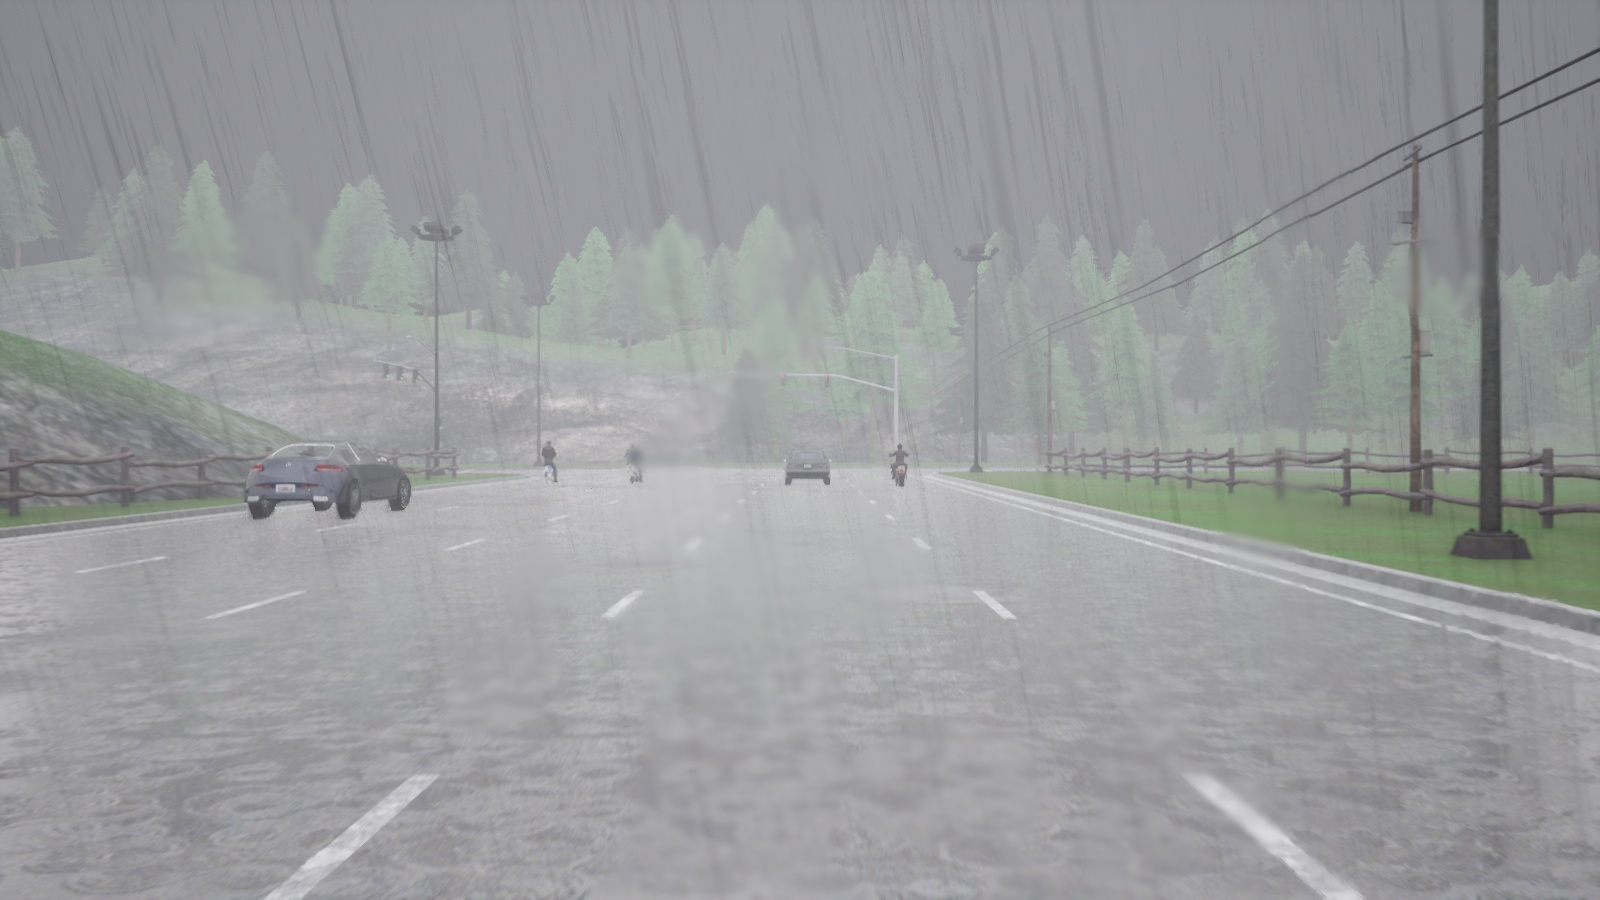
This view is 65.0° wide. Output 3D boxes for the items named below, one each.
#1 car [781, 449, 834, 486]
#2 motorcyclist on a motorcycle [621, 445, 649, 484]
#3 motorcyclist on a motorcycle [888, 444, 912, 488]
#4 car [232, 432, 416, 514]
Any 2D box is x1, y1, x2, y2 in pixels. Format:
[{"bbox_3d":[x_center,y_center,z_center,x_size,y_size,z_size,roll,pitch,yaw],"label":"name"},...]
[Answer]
[{"bbox_3d":[0.305,0.675,50.525,2.033,1.411,5.357,0,0,0],"label":"car"},{"bbox_3d":[-6.693,0.575,50.964,0.866,1.590,1.817,0,0,0],"label":"motorcyclist on a motorcycle"},{"bbox_3d":[3.790,0.588,47.793,0.766,1.649,2.350,0,0,0],"label":"motorcyclist on a motorcycle"},{"bbox_3d":[-10.326,0.452,27.732,2.152,1.651,5.027,0,0,0],"label":"car"}]
